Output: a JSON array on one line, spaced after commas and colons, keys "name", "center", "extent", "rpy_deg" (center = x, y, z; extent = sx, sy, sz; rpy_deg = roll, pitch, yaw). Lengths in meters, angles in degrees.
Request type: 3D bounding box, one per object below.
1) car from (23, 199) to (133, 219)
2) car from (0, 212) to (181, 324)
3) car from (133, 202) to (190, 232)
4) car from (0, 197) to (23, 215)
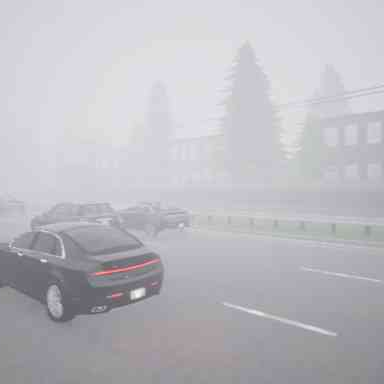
[{"name": "car", "center": [-4.812, 1.154, 13.655], "extent": [4.553, 1.767, 2.097], "rpy_deg": [0, 1, 42]}, {"name": "car", "center": [-2.691, 1.401, 7.056], "extent": [4.892, 1.490, 1.837], "rpy_deg": [0, 1, 42]}, {"name": "car", "center": [-2.269, 1.225, 16.078], "extent": [4.902, 1.511, 2.128], "rpy_deg": [0, 1, 42]}, {"name": "car", "center": [-15.834, 1.148, 28.245], "extent": [4.902, 1.511, 2.128], "rpy_deg": [0, 1, 42]}]
